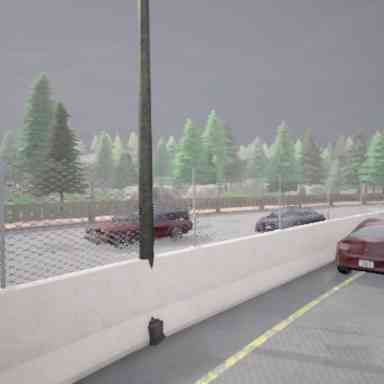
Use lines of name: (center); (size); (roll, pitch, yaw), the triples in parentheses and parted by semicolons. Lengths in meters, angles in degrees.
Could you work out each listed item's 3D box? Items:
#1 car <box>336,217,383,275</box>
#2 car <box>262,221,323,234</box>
car: (5.503, 1.415, 9.110); (1.812, 1.442, 4.674); (0, 0, 44)
car: (4.978, 1.421, 16.587); (4.181, 1.385, 1.994); (-1, 0, -42)
